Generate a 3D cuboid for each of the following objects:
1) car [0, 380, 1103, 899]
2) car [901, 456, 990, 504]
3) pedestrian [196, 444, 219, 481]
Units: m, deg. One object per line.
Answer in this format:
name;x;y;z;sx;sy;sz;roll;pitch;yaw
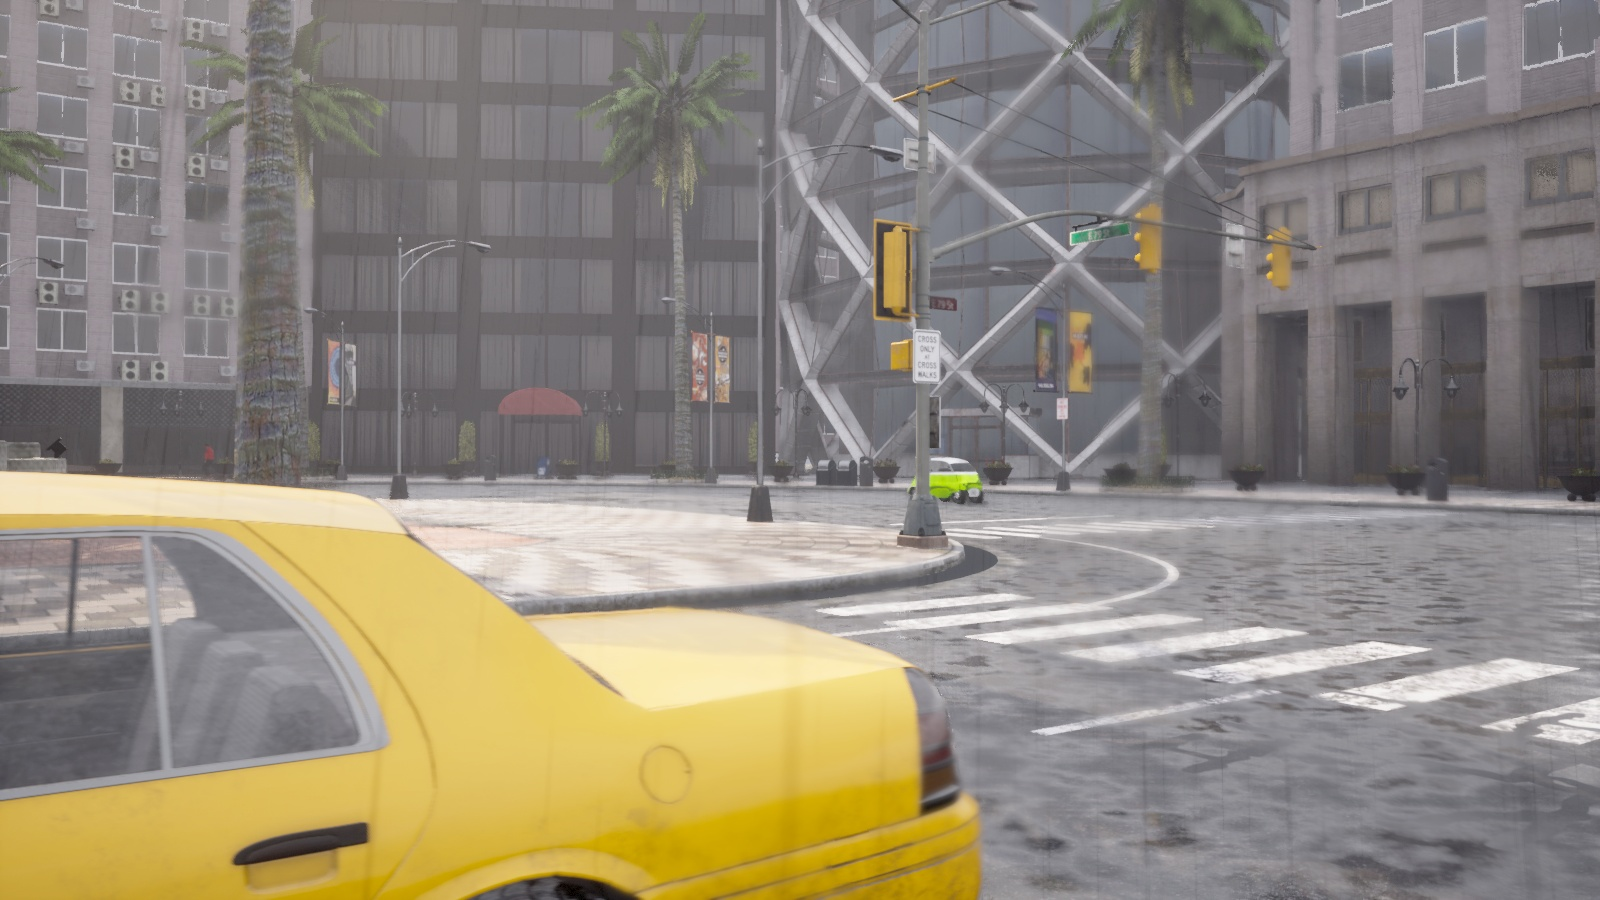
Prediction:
car;-1.973;0.692;2.263;5.366;1.575;1.801;0;0;-35
car;4.335;0.882;37.551;1.481;1.376;2.207;0;0;-40
pedestrian;-29.544;0.617;62.668;0.899;1.844;0.634;0;0;-11
